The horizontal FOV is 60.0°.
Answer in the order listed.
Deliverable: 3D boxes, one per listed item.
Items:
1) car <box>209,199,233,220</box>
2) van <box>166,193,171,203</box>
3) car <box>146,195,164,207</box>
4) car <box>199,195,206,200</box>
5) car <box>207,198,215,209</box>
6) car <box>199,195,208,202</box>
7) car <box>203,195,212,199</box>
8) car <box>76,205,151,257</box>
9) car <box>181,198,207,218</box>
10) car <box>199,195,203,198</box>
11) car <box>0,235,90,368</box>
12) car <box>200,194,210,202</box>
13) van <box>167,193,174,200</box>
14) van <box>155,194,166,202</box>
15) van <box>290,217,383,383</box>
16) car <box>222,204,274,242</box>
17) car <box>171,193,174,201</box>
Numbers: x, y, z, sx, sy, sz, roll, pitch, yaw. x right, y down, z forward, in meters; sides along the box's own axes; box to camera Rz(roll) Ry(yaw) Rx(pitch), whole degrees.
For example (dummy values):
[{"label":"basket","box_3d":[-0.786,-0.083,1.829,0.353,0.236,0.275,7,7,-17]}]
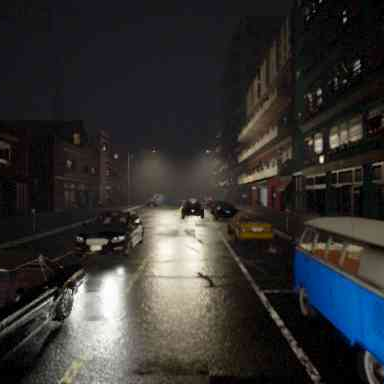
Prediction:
[{"label":"car","box_3d":[2.703,1.543,27.076,1.947,1.339,4.313,1,0,0]},{"label":"van","box_3d":[-5.671,1.257,66.098,1.690,1.788,3.998,1,0,0]},{"label":"car","box_3d":[-5.676,1.511,49.357,1.947,1.339,4.313,1,0,0]},{"label":"car","box_3d":[2.706,1.449,88.463,1.802,1.307,4.206,1,0,0]},{"label":"car","box_3d":[2.703,1.536,32.656,1.947,1.339,4.313,1,0,0]},{"label":"car","box_3d":[2.706,1.444,77.300,2.008,1.369,4.403,1,0,0]},{"label":"car","box_3d":[2.705,1.498,43.818,1.887,1.381,4.507,1,0,0]},{"label":"car","box_3d":[-3.000,1.483,12.885,2.128,1.511,4.902,0,0,0]},{"label":"car","box_3d":[0.086,1.537,29.766,1.994,1.385,4.181,0,0,0]},{"label":"car","box_3d":[0.097,1.514,46.135,1.994,1.385,4.181,0,0,0]},{"label":"car","box_3d":[-3.094,1.598,4.487,1.895,1.301,4.718,0,0,0]},{"label":"car","box_3d":[2.707,1.345,71.720,1.967,1.590,4.097,1,0,0]},{"label":"van","box_3d":[-5.670,1.208,88.419,1.690,1.788,3.998,1,0,0]},{"label":"van","box_3d":[-5.672,1.277,54.938,1.690,1.788,3.998,1,0,0]},{"label":"van","box_3d":[2.705,1.339,4.753,1.690,1.788,3.998,1,0,0]},{"label":"car","box_3d":[2.703,1.514,16.083,1.752,1.417,4.829,1,0,0]},{"label":"car","box_3d":[-5.675,1.438,77.259,1.887,1.381,4.507,1,0,0]}]
